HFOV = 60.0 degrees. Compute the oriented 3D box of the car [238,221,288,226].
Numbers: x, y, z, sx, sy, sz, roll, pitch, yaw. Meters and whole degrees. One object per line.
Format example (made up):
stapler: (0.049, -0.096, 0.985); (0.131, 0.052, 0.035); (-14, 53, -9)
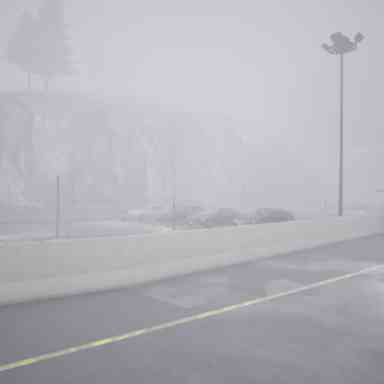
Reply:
car: (4.633, 1.744, 21.194); (4.902, 1.511, 2.128); (1, -1, -41)
